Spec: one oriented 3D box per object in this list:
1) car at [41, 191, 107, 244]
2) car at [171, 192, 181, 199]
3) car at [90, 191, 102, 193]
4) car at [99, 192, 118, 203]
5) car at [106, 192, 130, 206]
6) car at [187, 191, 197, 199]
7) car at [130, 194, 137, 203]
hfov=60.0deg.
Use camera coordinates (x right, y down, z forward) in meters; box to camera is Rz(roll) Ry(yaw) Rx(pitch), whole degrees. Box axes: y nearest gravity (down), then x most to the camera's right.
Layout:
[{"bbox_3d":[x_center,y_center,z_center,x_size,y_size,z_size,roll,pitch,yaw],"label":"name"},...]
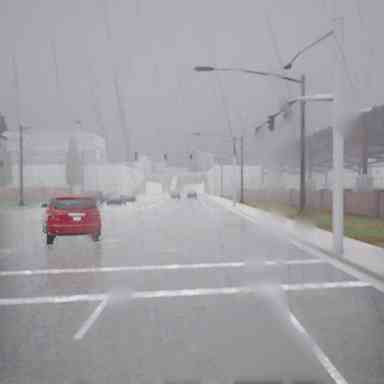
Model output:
[{"bbox_3d":[-5.809,1.143,15.784,2.150,2.045,5.566,0,0,-26],"label":"car"},{"bbox_3d":[-3.467,0.717,71.964,2.128,1.511,4.902,0,1,0],"label":"car"},{"bbox_3d":[-14.002,0.818,46.779,2.150,2.045,5.566,0,1,0],"label":"car"},{"bbox_3d":[-14.003,0.841,56.231,2.097,1.767,4.553,0,1,0],"label":"car"},{"bbox_3d":[-10.511,1.074,46.561,1.882,1.535,5.008,0,1,1],"label":"car"},{"bbox_3d":[0.033,0.545,71.931,2.097,1.767,4.553,0,1,0],"label":"car"},{"bbox_3d":[-10.517,1.058,55.554,1.994,1.385,4.181,0,1,0],"label":"car"}]
